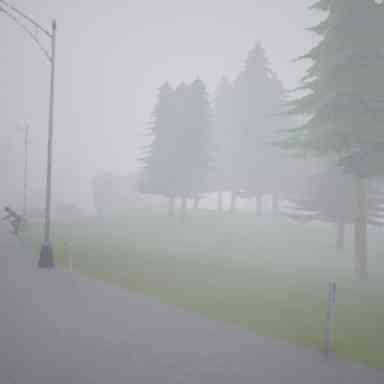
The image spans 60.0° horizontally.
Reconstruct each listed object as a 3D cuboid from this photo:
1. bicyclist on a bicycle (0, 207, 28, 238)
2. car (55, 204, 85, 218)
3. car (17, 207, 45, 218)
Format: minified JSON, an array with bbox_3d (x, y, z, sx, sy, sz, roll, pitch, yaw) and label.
[{"bbox_3d":[-9.532,1.602,17.493,1.656,1.620,0.582,2,-2,-30],"label":"bicyclist on a bicycle"},{"bbox_3d":[-19.554,3.034,53.448,2.150,2.045,5.566,2,-4,15],"label":"car"},{"bbox_3d":[-20.816,2.667,43.234,1.994,1.385,4.181,2,-3,3],"label":"car"}]
